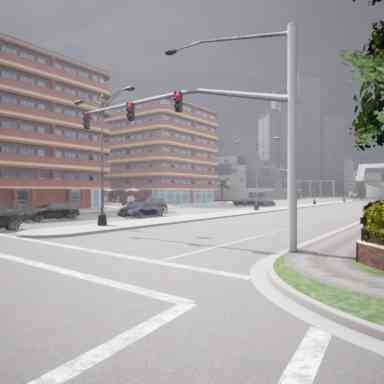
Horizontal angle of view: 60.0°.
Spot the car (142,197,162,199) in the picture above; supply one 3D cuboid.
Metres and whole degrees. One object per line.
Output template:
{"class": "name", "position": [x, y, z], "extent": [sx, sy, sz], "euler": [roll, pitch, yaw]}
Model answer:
{"class": "car", "position": [-4.581, 1.353, 34.558], "extent": [2.097, 1.767, 4.553], "euler": [0, 0, 36]}

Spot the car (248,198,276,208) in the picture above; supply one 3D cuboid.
{"class": "car", "position": [10.686, 1.601, 49.499], "extent": [1.895, 1.301, 4.718], "euler": [0, 0, 37]}

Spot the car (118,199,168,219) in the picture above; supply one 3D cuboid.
{"class": "car", "position": [-4.401, 1.564, 28.859], "extent": [1.994, 1.385, 4.181], "euler": [0, 0, 36]}

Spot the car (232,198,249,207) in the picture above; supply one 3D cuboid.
{"class": "car", "position": [8.218, 1.601, 52.047], "extent": [1.895, 1.301, 4.718], "euler": [0, 0, 37]}

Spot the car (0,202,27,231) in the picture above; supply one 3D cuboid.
{"class": "car", "position": [-11.868, 1.351, 18.041], "extent": [2.097, 1.767, 4.553], "euler": [0, 0, 30]}

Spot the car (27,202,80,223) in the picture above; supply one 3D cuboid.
{"class": "car", "position": [-10.981, 1.525, 25.786], "extent": [1.812, 1.442, 4.674], "euler": [0, 0, 36]}
